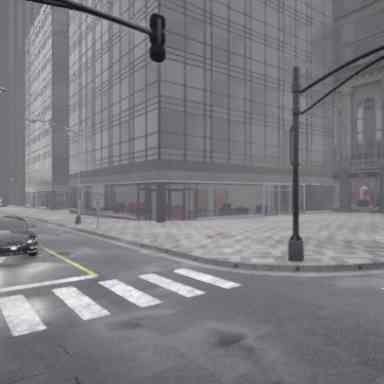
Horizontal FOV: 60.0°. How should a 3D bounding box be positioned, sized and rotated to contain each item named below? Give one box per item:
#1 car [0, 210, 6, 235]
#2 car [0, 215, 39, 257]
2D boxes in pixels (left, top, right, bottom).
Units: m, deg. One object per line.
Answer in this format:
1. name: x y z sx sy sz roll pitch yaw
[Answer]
1. car: -13.351 1.890 21.385 1.812 1.442 4.674 0 -1 -36
2. car: -7.530 1.717 13.352 1.837 1.490 4.892 0 -1 -36
